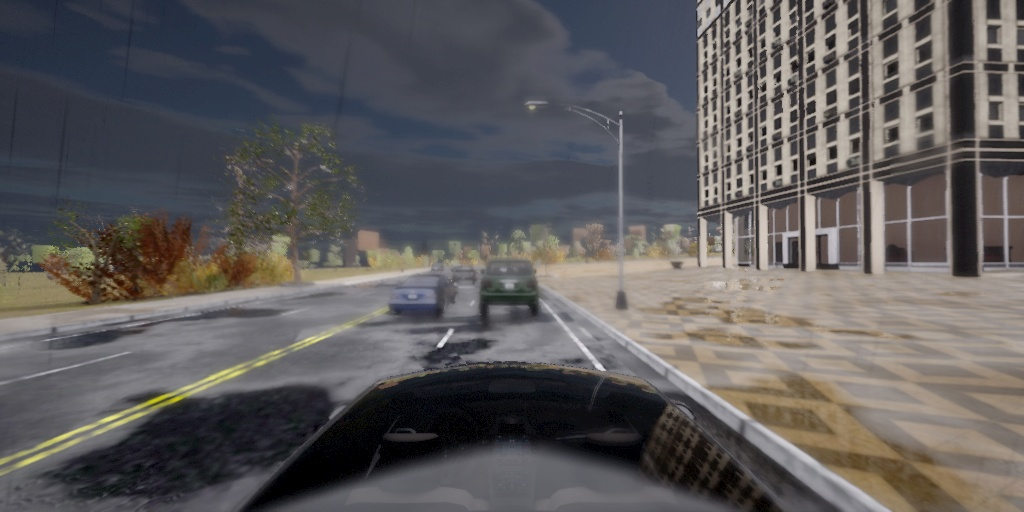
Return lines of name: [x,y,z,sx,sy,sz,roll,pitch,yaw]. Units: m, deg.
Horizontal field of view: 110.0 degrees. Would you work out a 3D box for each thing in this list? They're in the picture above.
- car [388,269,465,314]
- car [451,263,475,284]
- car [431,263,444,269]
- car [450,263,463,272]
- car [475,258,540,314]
car: [-3.375,1.431,14.527,2.033,1.411,5.357,0,-1,-1]
car: [-3.909,1.555,30.542,2.128,1.511,4.902,0,-1,-2]
car: [-12.638,1.957,61.000,2.128,1.511,4.902,0,-1,-5]
car: [-9.371,1.990,60.927,1.812,1.442,4.674,0,-1,-5]
car: [-0.126,1.110,14.658,2.150,2.045,5.566,0,0,-1]
